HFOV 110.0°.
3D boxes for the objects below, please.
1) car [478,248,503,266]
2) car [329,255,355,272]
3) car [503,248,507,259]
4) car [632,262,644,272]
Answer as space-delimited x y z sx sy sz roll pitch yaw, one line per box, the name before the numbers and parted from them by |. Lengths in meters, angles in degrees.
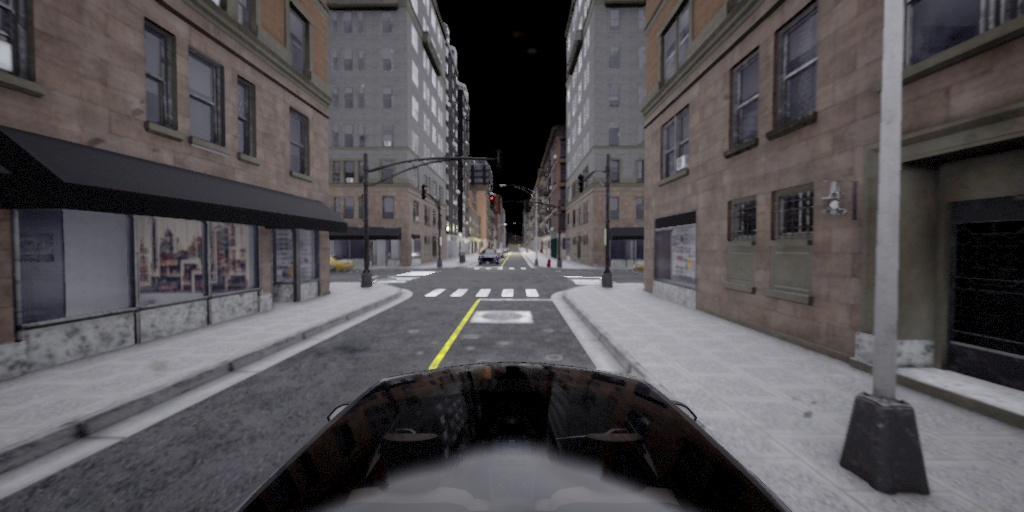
car | -2.378 0.019 37.627 2.097 1.767 4.553 0 1 1
car | -14.978 0.506 28.202 4.829 1.417 1.751 0 0 1
car | -2.169 -0.309 57.666 1.812 1.442 4.674 0 3 1
car | 11.904 0.557 27.886 4.829 1.417 1.751 0 0 1
